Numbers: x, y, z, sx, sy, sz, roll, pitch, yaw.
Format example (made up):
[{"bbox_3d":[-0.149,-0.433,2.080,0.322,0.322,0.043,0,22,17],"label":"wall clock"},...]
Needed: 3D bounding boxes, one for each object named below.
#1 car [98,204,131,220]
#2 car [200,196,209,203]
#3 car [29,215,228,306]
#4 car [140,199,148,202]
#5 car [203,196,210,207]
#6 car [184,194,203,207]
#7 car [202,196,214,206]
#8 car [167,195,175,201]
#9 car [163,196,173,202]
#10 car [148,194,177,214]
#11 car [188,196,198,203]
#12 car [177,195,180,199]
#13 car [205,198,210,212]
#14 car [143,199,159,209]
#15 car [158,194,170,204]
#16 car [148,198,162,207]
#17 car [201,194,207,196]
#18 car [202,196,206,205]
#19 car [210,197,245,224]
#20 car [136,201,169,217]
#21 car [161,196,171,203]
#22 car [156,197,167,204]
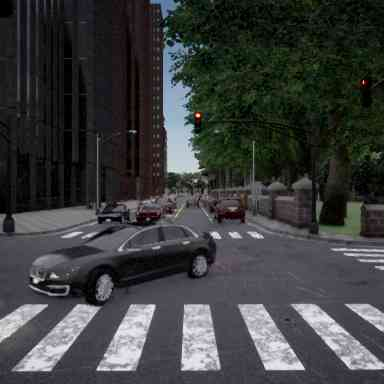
[{"bbox_3d":[-5.753,1.576,25.037,1.947,1.339,4.313,0,0,0],"label":"car"},{"bbox_3d":[2.791,1.592,74.321,1.752,1.417,4.829,0,0,0],"label":"car"},{"bbox_3d":[-1.410,1.517,8.313,1.837,1.490,4.892,-2,-2,44],"label":"car"},{"bbox_3d":[-5.747,1.579,41.408,2.008,1.369,4.403,0,0,0],"label":"car"},{"bbox_3d":[2.779,1.579,41.412,2.008,1.369,4.403,0,0,0],"label":"car"},{"bbox_3d":[0.120,1.529,51.261,2.128,1.511,4.902,0,0,0],"label":"car"},{"bbox_3d":[2.785,1.487,57.782,1.967,1.590,4.097,0,0,0],"label":"car"},{"bbox_3d":[-5.727,1.533,90.522,1.967,1.590,4.097,0,0,0],"label":"car"},{"bbox_3d":[-5.732,1.619,79.607,1.887,1.381,4.507,0,0,0],"label":"car"},{"bbox_3d":[-3.085,1.373,35.475,2.097,1.767,4.553,0,0,1],"label":"car"},{"bbox_3d":[0.129,1.624,69.776,1.994,1.385,4.181,0,0,0],"label":"car"},{"bbox_3d":[-3.072,1.538,45.709,1.837,1.490,4.892,0,0,0],"label":"car"},{"bbox_3d":[2.777,1.588,35.955,1.947,1.339,4.313,0,0,0],"label":"car"},{"bbox_3d":[-5.744,1.616,46.865,1.802,1.307,4.206,0,0,0],"label":"car"},{"bbox_3d":[-5.736,1.374,68.694,2.192,1.841,5.009,0,0,0],"label":"car"},{"bbox_3d":[-5.742,1.622,52.322,1.802,1.307,4.206,0,0,0],"label":"car"},{"bbox_3d":[2.783,1.480,52.325,1.967,1.590,4.097,0,0,0],"label":"car"},{"bbox_3d":[2.781,1.585,46.869,2.008,1.369,4.403,0,0,0],"label":"car"},{"bbox_3d":[2.772,1.326,25.043,2.192,1.841,5.009,0,0,0],"label":"car"},{"bbox_3d":[-3.090,1.612,25.483,1.895,1.301,4.718,0,0,0],"label":"car"},{"bbox_3d":[-5.734,1.611,74.150,1.887,1.381,4.507,0,0,0],"label":"car"},{"bbox_3d":[-5.738,1.634,63.236,1.802,1.307,4.206,0,0,0],"label":"car"}]
